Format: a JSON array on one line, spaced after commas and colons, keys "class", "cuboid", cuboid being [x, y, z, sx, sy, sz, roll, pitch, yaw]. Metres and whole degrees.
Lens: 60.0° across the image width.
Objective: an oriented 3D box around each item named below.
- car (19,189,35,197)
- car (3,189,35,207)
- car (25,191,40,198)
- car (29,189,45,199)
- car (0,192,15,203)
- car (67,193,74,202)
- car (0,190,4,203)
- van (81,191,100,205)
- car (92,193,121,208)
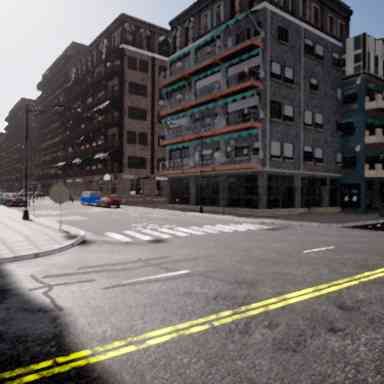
[{"class": "car", "cuboid": [-37.102, 0.187, 74.614, 2.192, 1.841, 5.009, 2, 0, -37]}, {"class": "car", "cuboid": [-19.933, 0.822, 38.252, 1.967, 1.590, 4.097, 2, 0, -37]}, {"class": "car", "cuboid": [-33.696, 0.509, 70.141, 2.008, 1.369, 4.403, 2, 0, -37]}, {"class": "car", "cuboid": [-30.282, 0.595, 65.670, 2.008, 1.369, 4.403, 2, 0, -37]}, {"class": "car", "cuboid": [-26.735, 0.761, 47.213, 2.008, 1.369, 4.403, 2, 0, -37]}, {"class": "car", "cuboid": [-20.038, 0.743, 52.255, 1.967, 1.590, 4.097, 2, 0, -37]}, {"class": "car", "cuboid": [-23.322, 0.847, 42.741, 2.008, 1.369, 4.403, 2, 0, -37]}, {"class": "van", "cuboid": [-13.183, 0.817, 43.334, 1.690, 1.788, 3.998, 2, 0, -37]}, {"class": "car", "cuboid": [-9.738, 1.144, 38.891, 1.802, 1.307, 4.206, 2, 0, -37]}]
